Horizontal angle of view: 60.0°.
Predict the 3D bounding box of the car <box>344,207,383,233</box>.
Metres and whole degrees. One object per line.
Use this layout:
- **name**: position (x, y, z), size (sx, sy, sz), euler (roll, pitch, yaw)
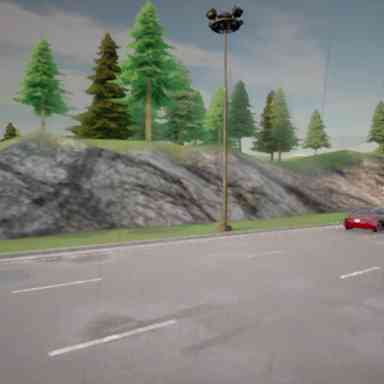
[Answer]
- **car**: position (11.135, 1.621, 20.290), size (4.181, 1.385, 1.994), euler (0, 0, -35)
